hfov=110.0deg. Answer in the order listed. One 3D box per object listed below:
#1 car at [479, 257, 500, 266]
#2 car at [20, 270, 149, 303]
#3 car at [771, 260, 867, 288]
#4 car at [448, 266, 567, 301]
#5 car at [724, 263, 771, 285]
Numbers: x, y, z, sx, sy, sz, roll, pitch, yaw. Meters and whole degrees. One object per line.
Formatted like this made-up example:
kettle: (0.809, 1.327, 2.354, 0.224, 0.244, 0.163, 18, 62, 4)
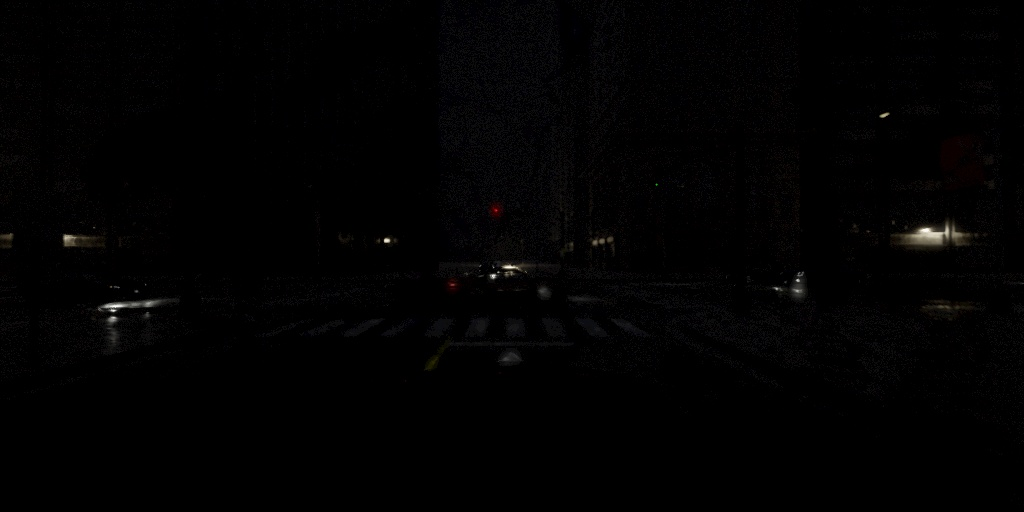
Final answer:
car: (-3.055, 1.300, 45.557, 2.097, 1.767, 4.553, 0, 0, 0)
car: (-19.769, 1.364, 16.649, 4.674, 1.442, 1.812, 0, -1, 0)
car: (20.007, 1.124, 23.295, 4.553, 1.767, 2.097, 0, -1, 0)
car: (-0.205, 1.308, 16.669, 5.357, 1.411, 2.033, 0, -1, 0)
car: (18.339, 1.301, 26.543, 4.902, 1.511, 2.128, 0, -1, 0)
